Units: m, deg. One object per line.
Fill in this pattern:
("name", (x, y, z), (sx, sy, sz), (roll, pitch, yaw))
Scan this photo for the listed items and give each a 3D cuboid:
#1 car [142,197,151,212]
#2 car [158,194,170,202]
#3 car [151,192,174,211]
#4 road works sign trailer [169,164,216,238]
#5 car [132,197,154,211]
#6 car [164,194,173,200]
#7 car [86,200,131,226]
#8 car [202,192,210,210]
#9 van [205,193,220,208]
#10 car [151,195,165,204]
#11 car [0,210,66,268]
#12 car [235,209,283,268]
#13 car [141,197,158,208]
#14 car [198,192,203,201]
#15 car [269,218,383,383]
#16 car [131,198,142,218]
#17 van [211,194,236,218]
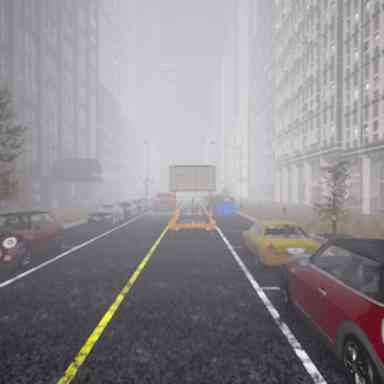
("car", (-5.681, 1.379, 33.505), (1.887, 1.381, 4.507), (-1, 0, 0))
("car", (-5.665, 1.216, 67.606), (2.008, 1.369, 4.403), (-1, 0, 0))
("car", (-3.077, 1.037, 37.827), (2.150, 2.045, 5.566), (0, 0, 0))
("road works sign trailer", (0.028, 0.379, 17.185), (2.380, 3.560, 2.880), (0, 0, 0))
("car", (-5.679, 1.357, 39.188), (2.008, 1.369, 4.403), (-1, 0, 0))
("car", (-5.660, 1.190, 78.973), (1.802, 1.307, 4.206), (-1, 0, 0))
("car", (-5.687, 1.441, 22.137), (2.008, 1.369, 4.403), (-1, 0, 0))
("car", (2.699, 1.121, 39.183), (2.192, 1.841, 5.009), (-1, 0, 0))
("van", (2.702, 1.119, 44.867), (1.690, 1.788, 3.998), (-1, 0, 0))
("car", (-5.671, 1.272, 56.239), (2.008, 1.369, 4.403), (-1, 0, 0))
("car", (-5.693, 1.386, 10.770), (1.967, 1.590, 4.097), (-1, 0, 0))
("car", (2.689, 1.471, 10.936), (1.752, 1.417, 4.829), (-1, 0, 0))
("car", (-5.676, 1.360, 44.872), (1.802, 1.307, 4.206), (-1, 0, 0))
("car", (2.715, 1.216, 67.602), (2.008, 1.369, 4.403), (-1, 0, 0))
("car", (2.685, 1.414, 5.083), (1.967, 1.590, 4.097), (-1, 0, 0))
("car", (-5.684, 1.428, 27.821), (1.947, 1.339, 4.313), (-1, 0, 0))
("van", (2.695, 1.203, 27.816), (1.690, 1.788, 3.998), (-1, 0, 0))
